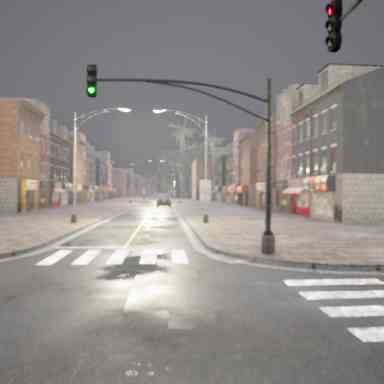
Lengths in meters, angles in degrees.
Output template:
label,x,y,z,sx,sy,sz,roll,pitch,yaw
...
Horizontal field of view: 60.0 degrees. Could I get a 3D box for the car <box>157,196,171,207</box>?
label,x,y,z,sx,sy,sz,roll,pitch,yaw
car,-4.198,1.345,49.614,2.097,1.767,4.553,0,0,-5

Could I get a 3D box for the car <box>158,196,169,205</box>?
label,x,y,z,sx,sy,sz,roll,pitch,yaw
car,-5.095,1.473,59.233,1.882,1.535,5.008,0,0,-5
